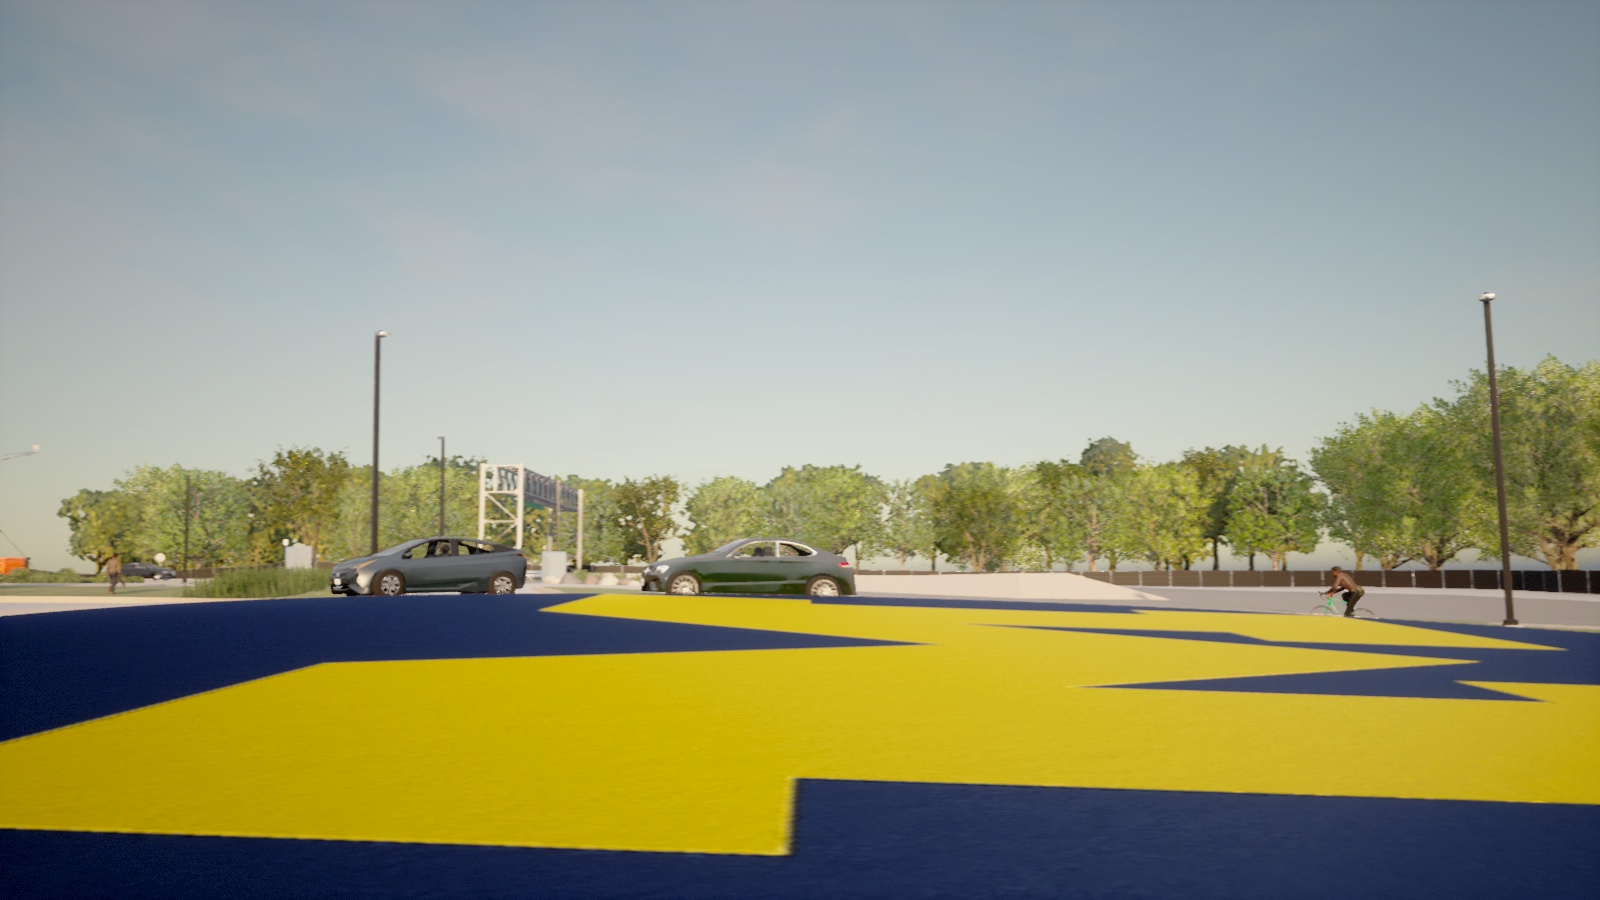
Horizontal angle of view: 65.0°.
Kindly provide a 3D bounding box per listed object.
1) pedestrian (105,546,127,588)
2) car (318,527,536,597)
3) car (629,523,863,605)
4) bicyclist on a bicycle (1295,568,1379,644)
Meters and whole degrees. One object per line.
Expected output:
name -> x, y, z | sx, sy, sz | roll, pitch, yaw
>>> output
pedestrian -> -29.363, 5.031, 53.905 | 0.328, 1.805, 0.869 | -1, -6, 4
car -> -8.824, 2.735, 29.916 | 4.514, 1.525, 2.007 | 6, -9, -40
car -> -1.285, 2.714, 29.471 | 5.027, 1.651, 2.152 | 4, -7, -17
bicyclist on a bicycle -> 12.498, 3.626, 29.245 | 0.582, 1.620, 1.656 | 10, -8, -40
